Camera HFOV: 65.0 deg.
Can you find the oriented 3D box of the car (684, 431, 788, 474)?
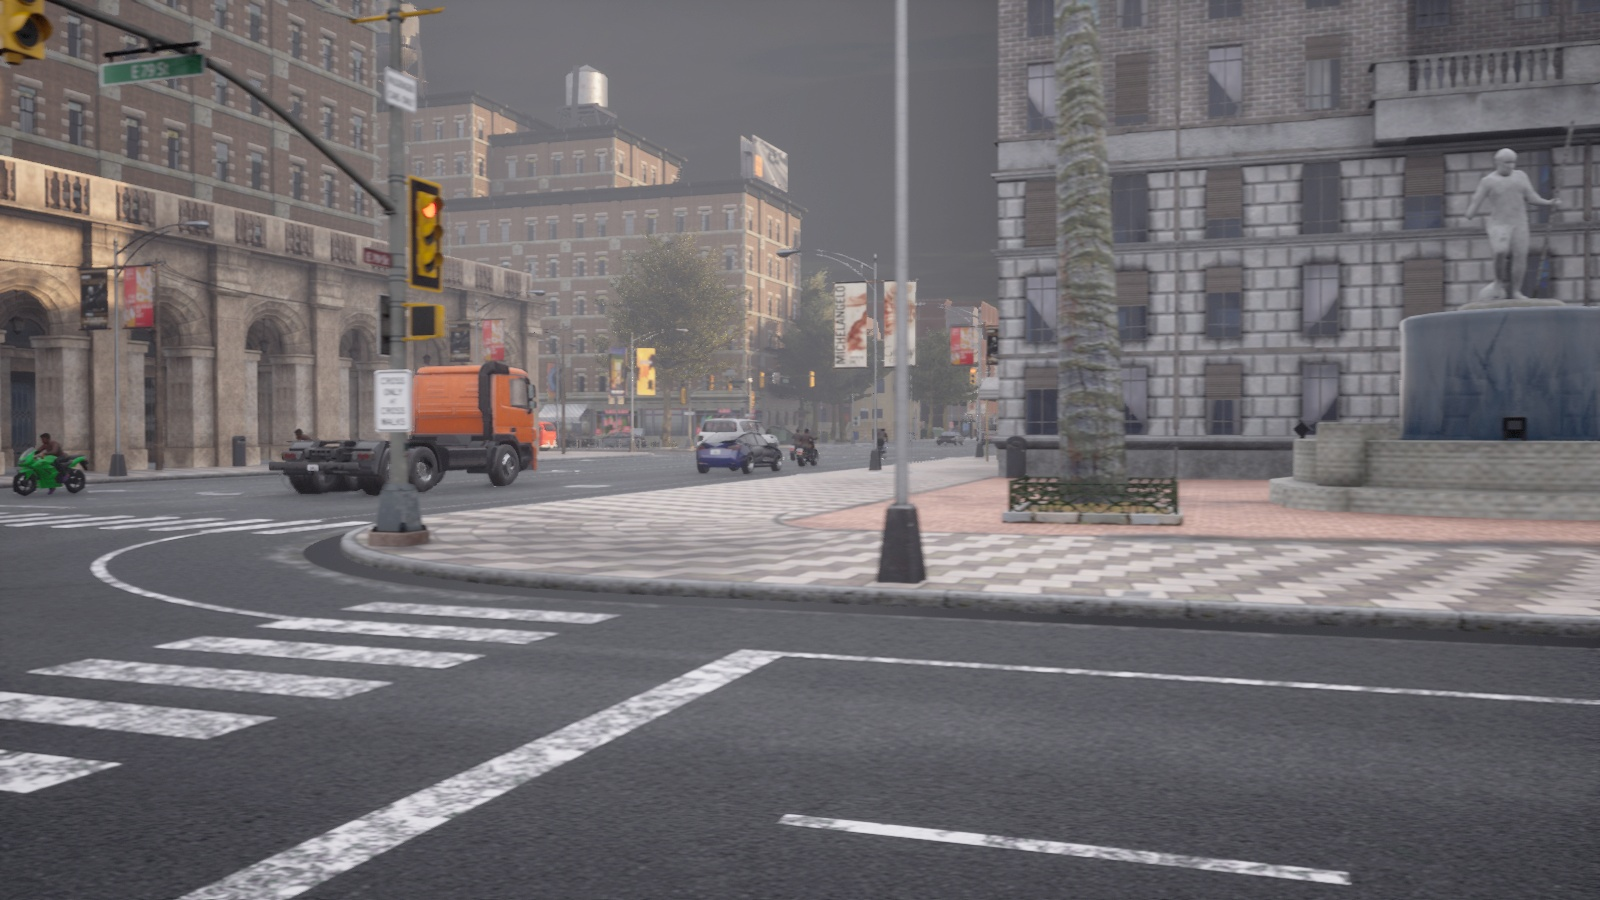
[{"bbox_3d":[-2.268,0.058,45.814,2.163,1.488,4.792,1,1,19],"label":"car"}]

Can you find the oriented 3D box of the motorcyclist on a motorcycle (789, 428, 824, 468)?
[{"bbox_3d":[0.293,-0.102,53.411,0.766,1.649,2.350,1,1,19],"label":"motorcyclist on a motorcycle"}]

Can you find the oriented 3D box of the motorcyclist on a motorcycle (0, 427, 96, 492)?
[{"bbox_3d":[-18.436,0.205,30.771,0.797,1.523,2.044,1,1,19],"label":"motorcyclist on a motorcycle"}]

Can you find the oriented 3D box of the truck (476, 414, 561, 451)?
[{"bbox_3d":[-19.880,-1.245,88.732,5.204,2.467,2.627,2,1,19],"label":"truck"}]

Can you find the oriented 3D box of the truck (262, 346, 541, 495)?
[{"bbox_3d":[-10.232,-0.759,33.375,2.891,3.462,7.936,1,1,19],"label":"truck"}]

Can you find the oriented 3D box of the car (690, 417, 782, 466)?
[{"bbox_3d":[-2.745,-0.382,55.309,2.150,2.045,5.566,1,1,19],"label":"car"}]
